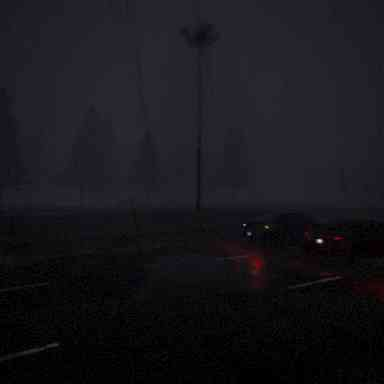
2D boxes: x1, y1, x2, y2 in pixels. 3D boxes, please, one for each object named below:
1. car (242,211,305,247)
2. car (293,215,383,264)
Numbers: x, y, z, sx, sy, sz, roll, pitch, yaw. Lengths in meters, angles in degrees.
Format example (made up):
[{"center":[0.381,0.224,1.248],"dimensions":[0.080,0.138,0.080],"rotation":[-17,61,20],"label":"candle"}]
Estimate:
[{"center":[4.488,1.597,15.277],"dimensions":[4.674,1.442,1.812],"rotation":[0,0,-28],"label":"car"},{"center":[6.088,1.646,12.166],"dimensions":[4.181,1.385,1.994],"rotation":[1,0,-28],"label":"car"}]
